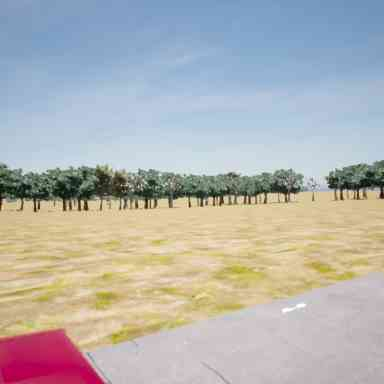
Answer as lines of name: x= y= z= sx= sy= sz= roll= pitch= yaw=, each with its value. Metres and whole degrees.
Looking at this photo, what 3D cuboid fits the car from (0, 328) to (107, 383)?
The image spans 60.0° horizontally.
car: x=-2.704 y=1.601 z=1.417 sx=4.718 sy=1.301 sz=1.895 roll=0 pitch=0 yaw=-36
